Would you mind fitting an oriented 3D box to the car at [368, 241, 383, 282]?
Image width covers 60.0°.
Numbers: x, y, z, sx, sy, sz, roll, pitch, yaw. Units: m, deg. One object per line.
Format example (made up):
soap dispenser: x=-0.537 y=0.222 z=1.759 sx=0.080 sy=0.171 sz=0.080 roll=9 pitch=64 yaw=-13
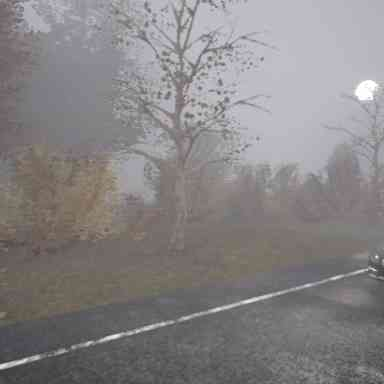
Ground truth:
car: x=6.447 y=1.497 z=8.607 sx=4.902 sy=1.511 sz=2.128 roll=0 pitch=0 yaw=-36
